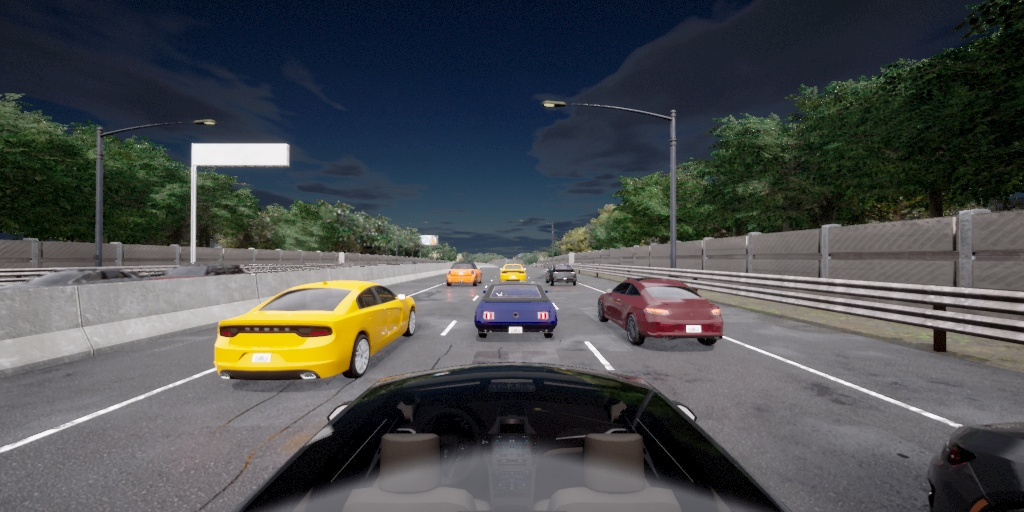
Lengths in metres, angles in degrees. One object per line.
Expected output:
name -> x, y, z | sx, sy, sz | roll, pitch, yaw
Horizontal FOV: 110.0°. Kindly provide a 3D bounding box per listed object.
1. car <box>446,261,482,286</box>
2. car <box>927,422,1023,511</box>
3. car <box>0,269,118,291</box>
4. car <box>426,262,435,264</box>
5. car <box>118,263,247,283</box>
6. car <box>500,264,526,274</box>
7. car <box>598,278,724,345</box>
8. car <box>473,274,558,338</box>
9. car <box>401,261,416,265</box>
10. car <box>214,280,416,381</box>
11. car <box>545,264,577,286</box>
car -> -3.429, 1.224, 26.399 | 2.097, 1.767, 4.553 | 0, -1, 1
car -> 3.602, 1.254, 0.238 | 1.837, 1.490, 4.892 | 0, 0, 0
car -> -17.614, 1.288, 14.618 | 1.837, 1.490, 4.892 | 0, 0, 0
car -> -14.063, 1.794, 61.124 | 1.837, 1.490, 4.892 | 0, -1, 0
car -> -14.115, 1.144, 16.154 | 2.097, 1.767, 4.553 | 0, 0, 0
car -> 0.073, 1.363, 27.930 | 1.882, 1.535, 5.008 | 0, -1, 0
car -> 3.592, 1.289, 9.403 | 1.812, 1.442, 4.674 | 0, 0, 0
car -> 0.094, 1.366, 10.197 | 1.895, 1.301, 4.718 | 0, 0, 0
car -> -17.563, 1.602, 61.152 | 2.097, 1.767, 4.553 | 0, -1, 0
car -> -3.406, 1.235, 7.350 | 1.882, 1.535, 5.008 | 0, 0, 0
car -> 3.579, 1.366, 26.713 | 2.128, 1.511, 4.902 | 0, -1, 0
